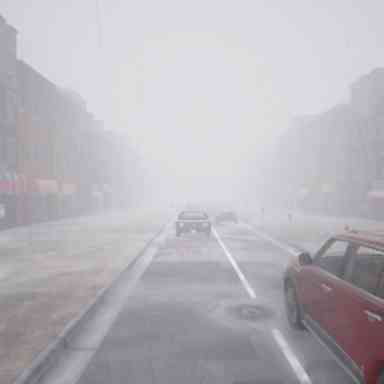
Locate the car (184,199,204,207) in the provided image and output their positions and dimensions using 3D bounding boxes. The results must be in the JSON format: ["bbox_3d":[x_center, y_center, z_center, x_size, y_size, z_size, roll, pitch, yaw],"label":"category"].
[{"bbox_3d":[0.049,1.829,37.604,2.033,1.411,5.357,0,0,0],"label":"car"}]

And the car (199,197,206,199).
[{"bbox_3d":[2.549,1.972,53.798,1.947,1.339,4.313,-1,0,0],"label":"car"}]

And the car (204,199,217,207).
[{"bbox_3d":[2.570,1.806,37.371,1.752,1.417,4.829,-1,0,0],"label":"car"}]

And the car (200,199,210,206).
[{"bbox_3d":[2.534,2.073,64.862,1.802,1.307,4.206,-1,0,0],"label":"car"}]

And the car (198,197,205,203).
[{"bbox_3d":[2.502,2.190,87.162,1.752,1.417,4.829,-1,0,0],"label":"car"}]

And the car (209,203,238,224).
[{"bbox_3d":[2.587,1.778,26.136,1.802,1.307,4.206,-1,0,0],"label":"car"}]

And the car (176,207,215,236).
[{"bbox_3d":[0.073,1.746,19.368,1.895,1.301,4.718,0,0,0],"label":"car"}]

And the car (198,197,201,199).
[{"bbox_3d":[2.541,2.015,59.330,1.947,1.339,4.313,-1,0,0],"label":"car"}]

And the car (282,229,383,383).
[{"bbox_3d":[2.611,1.346,4.009,2.192,1.841,5.009,-1,0,0],"label":"car"}]

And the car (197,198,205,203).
[{"bbox_3d":[2.496,2.273,92.524,1.947,1.339,4.313,-1,0,0],"label":"car"}]

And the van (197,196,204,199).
[{"bbox_3d":[2.514,1.918,75.929,1.690,1.788,3.998,-1,0,0],"label":"van"}]
